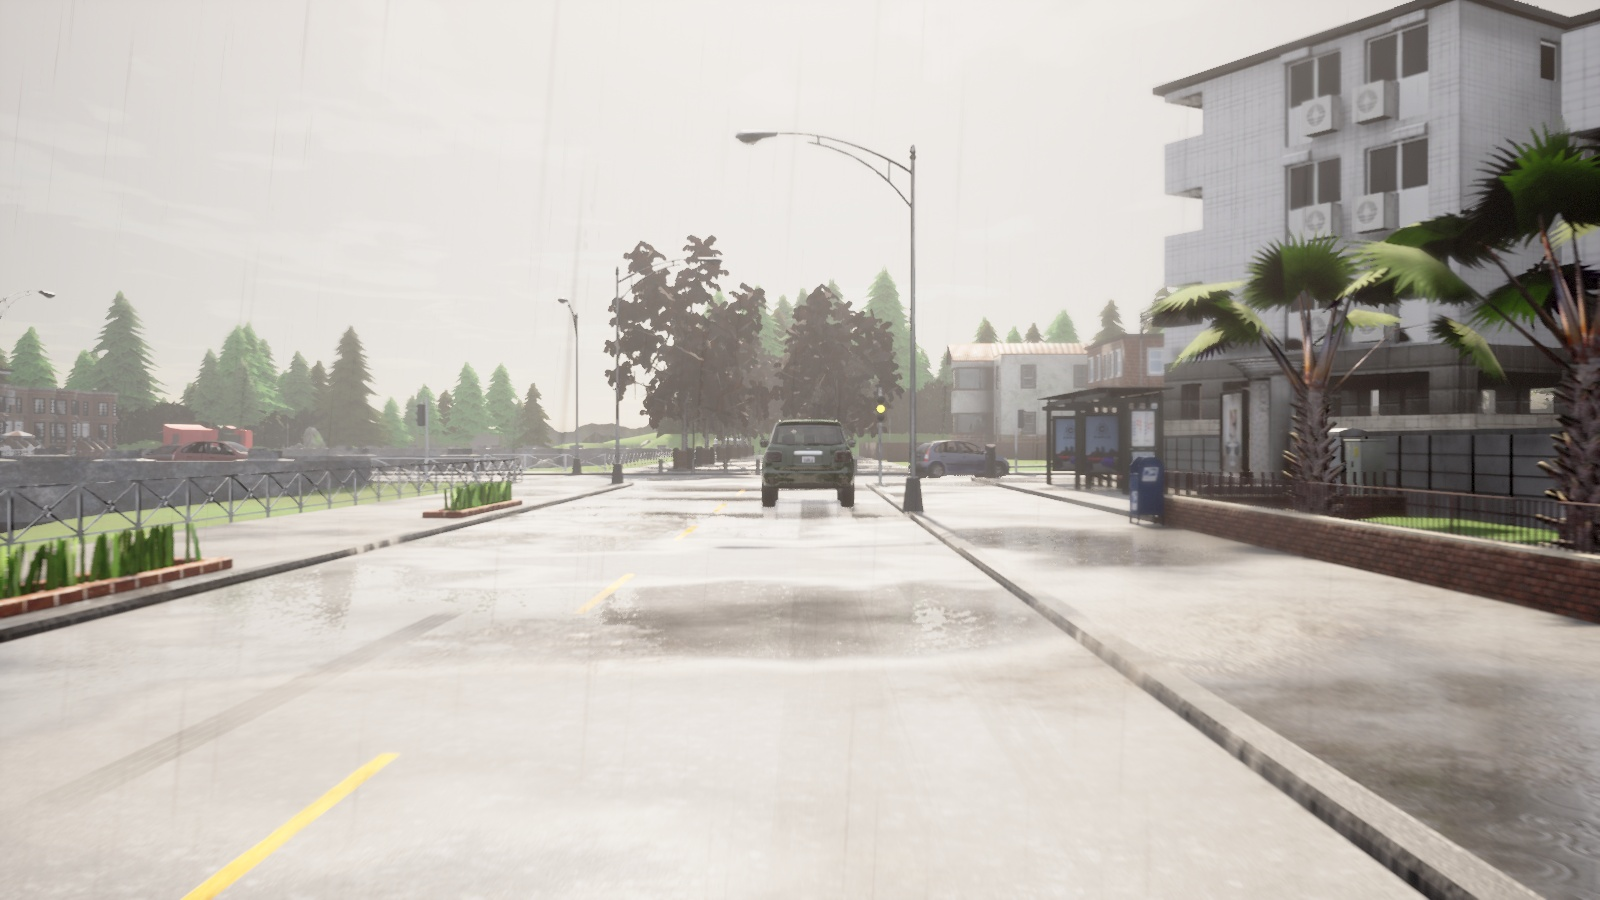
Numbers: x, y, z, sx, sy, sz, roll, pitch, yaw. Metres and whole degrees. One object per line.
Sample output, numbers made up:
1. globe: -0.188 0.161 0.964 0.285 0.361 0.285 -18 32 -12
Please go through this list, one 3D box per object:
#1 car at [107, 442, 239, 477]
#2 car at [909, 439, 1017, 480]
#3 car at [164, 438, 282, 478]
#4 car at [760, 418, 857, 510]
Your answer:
1. car: -27.806 0.410 55.778 4.792 1.488 2.163 0 0 0
2. car: 6.656 0.361 51.348 3.988 1.617 1.851 0 0 -16
3. car: -23.747 0.334 51.756 3.988 1.617 1.851 0 0 0
4. car: 0.193 0.293 30.642 2.150 2.045 5.566 0 0 0
